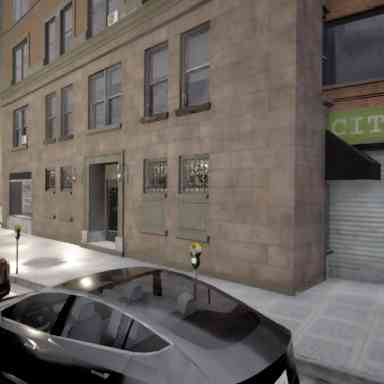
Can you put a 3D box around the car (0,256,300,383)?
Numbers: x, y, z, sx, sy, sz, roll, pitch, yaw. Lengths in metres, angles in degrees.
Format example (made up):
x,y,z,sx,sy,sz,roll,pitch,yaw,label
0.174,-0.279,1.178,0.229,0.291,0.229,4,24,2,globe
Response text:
x,y,z,sx,sy,sz,roll,pitch,yaw,label
-1.010,1.565,3.793,4.313,1.339,1.947,0,1,35,car
